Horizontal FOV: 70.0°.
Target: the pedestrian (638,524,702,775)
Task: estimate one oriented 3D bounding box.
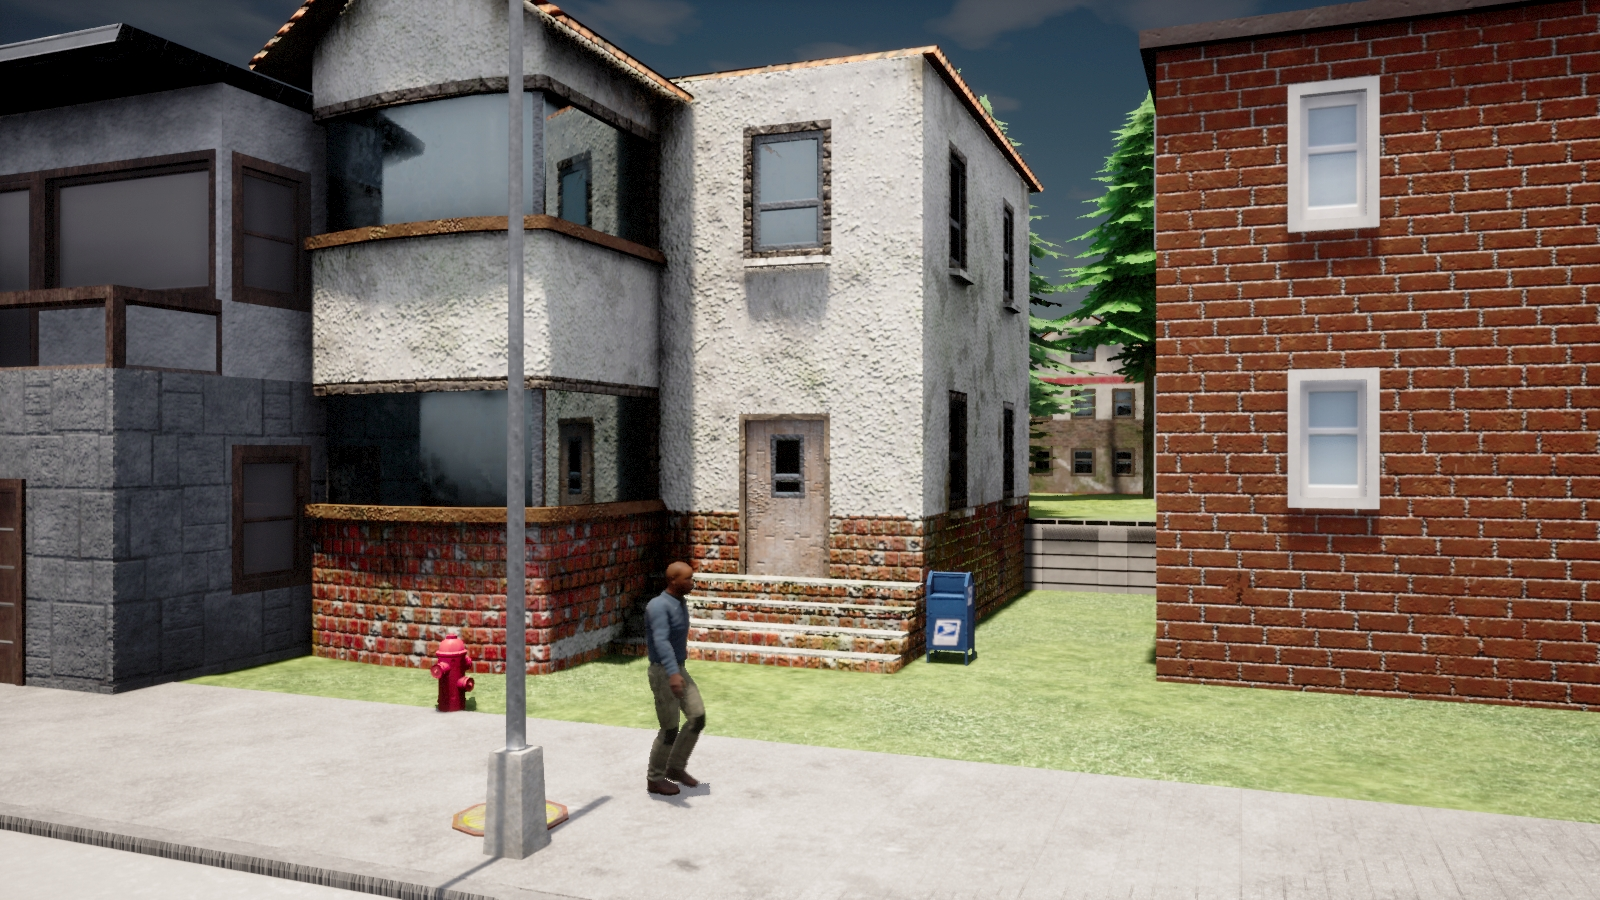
[{"bbox_3d":[-1.004,1.516,8.848,0.375,1.860,0.375,0,0,19],"label":"pedestrian"}]
